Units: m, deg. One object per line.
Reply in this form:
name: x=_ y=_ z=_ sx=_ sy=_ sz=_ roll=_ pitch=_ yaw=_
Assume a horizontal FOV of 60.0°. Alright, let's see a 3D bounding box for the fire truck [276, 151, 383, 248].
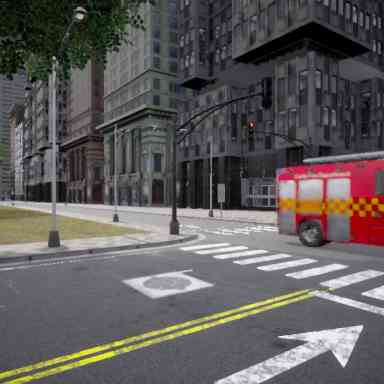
fire truck: x=7.335 y=0.349 z=12.367 sx=2.891 sy=3.827 sz=8.468 roll=0 pitch=-1 yaw=-36
